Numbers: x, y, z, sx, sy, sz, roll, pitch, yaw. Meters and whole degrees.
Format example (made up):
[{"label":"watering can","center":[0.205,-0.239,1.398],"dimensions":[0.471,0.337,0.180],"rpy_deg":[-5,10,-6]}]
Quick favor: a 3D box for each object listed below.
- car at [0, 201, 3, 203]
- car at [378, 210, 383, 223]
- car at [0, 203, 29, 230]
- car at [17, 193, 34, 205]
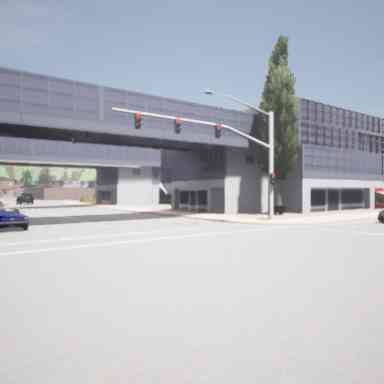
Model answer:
[{"label":"car","center":[-17.051,1.483,28.558],"dimensions":[1.882,1.535,5.008],"rpy_deg":[0,0,-35]},{"label":"car","center":[14.826,1.450,23.284],"dimensions":[4.181,1.385,1.994],"rpy_deg":[0,0,-35]},{"label":"car","center":[-11.297,1.601,20.352],"dimensions":[1.895,1.301,4.718],"rpy_deg":[0,0,-35]},{"label":"car","center":[-29.392,1.208,58.680],"dimensions":[2.150,2.045,5.566],"rpy_deg":[0,0,-35]}]
